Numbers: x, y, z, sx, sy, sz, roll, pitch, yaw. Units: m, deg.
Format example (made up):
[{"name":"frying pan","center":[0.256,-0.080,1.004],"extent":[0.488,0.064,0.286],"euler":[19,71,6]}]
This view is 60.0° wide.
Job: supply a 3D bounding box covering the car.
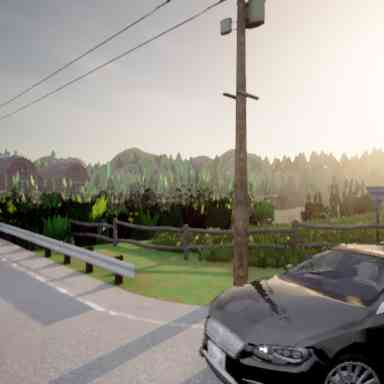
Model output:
[{"name":"car","center":[2.512,1.515,4.515],"extent":[4.902,1.511,2.128],"euler":[1,0,-24]}]
